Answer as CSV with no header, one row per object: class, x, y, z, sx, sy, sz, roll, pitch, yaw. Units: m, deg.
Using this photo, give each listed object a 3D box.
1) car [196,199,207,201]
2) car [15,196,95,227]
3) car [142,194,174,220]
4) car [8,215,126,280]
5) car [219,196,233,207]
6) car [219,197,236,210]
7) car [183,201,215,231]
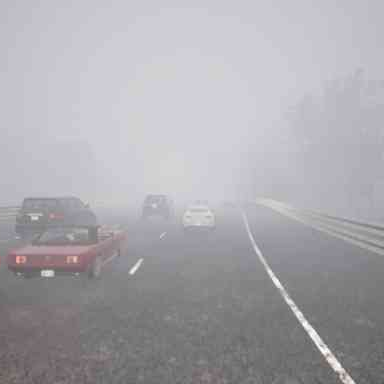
car,1.143,1.540,38.932,2.033,1.411,5.357,0,0,3
car,-6.680,1.210,16.929,2.150,2.045,5.566,0,0,1
car,-2.825,1.210,28.499,2.150,2.045,5.566,0,0,2
car,-3.309,1.594,9.930,1.895,1.301,4.718,0,0,1
car,5.364,1.494,53.232,2.128,1.511,4.902,0,0,3
car,4.709,1.523,43.269,1.812,1.442,4.674,0,0,4
car,0.412,1.518,20.285,1.812,1.442,4.674,0,0,2
